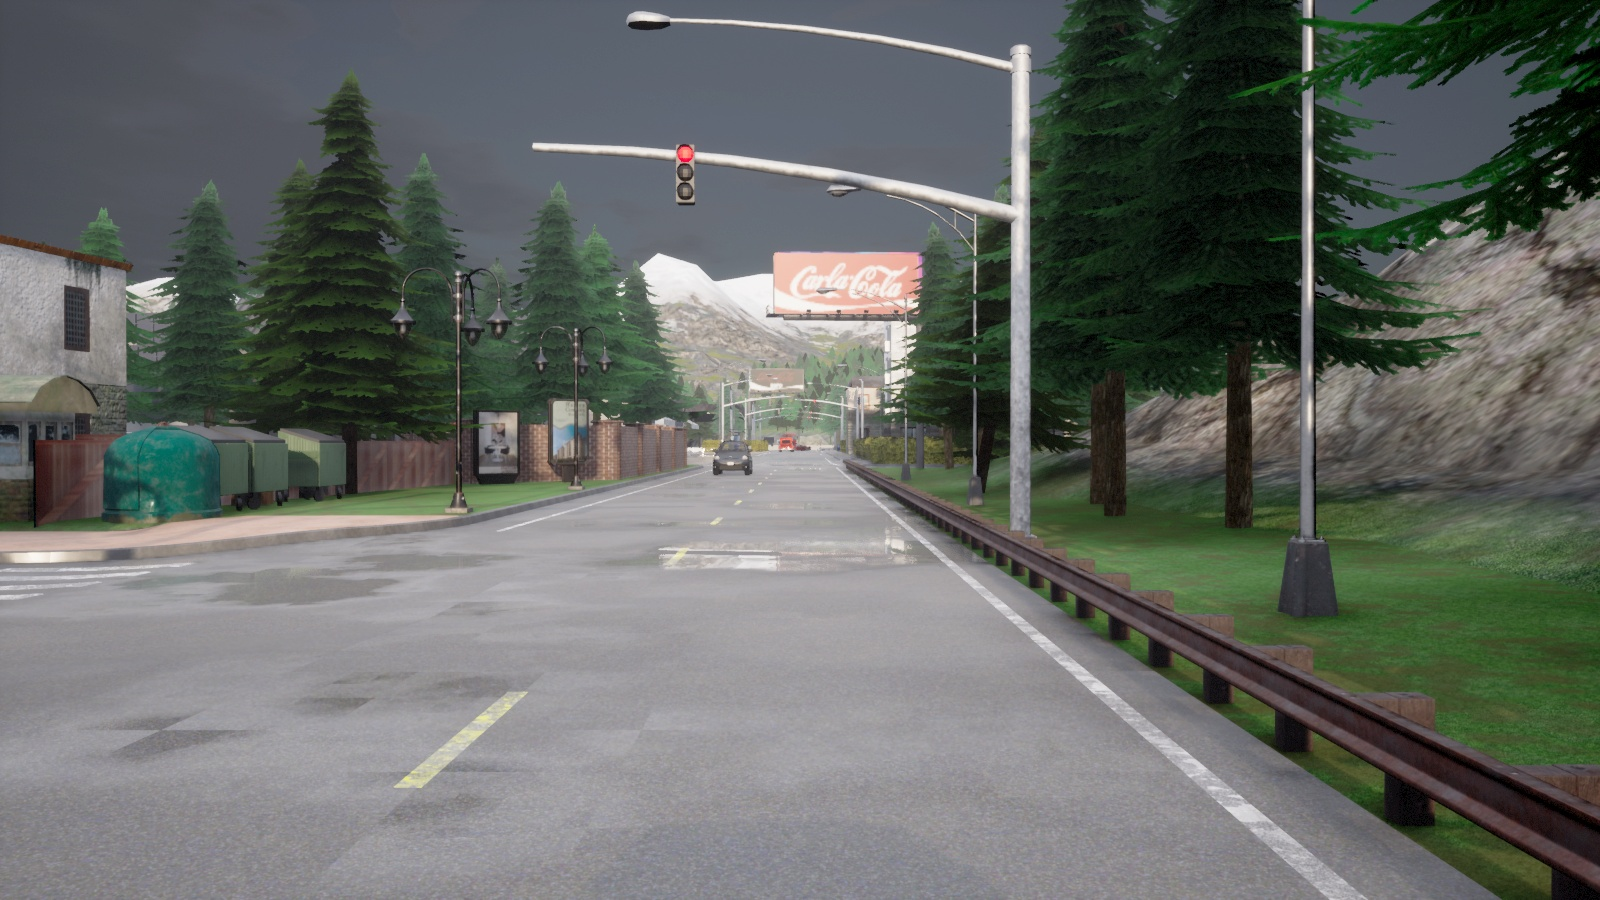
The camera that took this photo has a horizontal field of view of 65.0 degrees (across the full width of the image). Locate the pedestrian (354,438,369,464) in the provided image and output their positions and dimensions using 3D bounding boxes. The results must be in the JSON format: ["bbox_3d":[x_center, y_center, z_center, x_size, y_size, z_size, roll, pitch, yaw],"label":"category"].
[{"bbox_3d":[-31.444,0.050,90.009,0.849,1.883,0.563,0,0,0],"label":"pedestrian"}]

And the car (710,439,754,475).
[{"bbox_3d":[-3.147,0.310,58.895,1.851,1.617,3.988,0,0,0],"label":"car"}]
